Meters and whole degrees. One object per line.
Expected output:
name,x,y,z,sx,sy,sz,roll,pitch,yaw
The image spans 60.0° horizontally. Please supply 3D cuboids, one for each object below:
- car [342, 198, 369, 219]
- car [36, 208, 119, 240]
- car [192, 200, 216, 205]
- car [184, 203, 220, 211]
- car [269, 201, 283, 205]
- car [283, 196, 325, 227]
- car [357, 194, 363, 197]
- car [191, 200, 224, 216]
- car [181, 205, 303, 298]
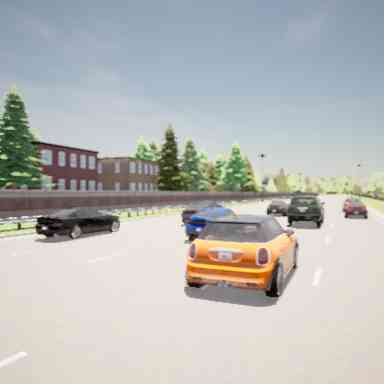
car,14.986,1.602,30.478,1.812,1.442,4.674,0,0,25
car,-5.926,1.571,17.936,1.882,1.535,5.008,0,0,24
car,0.834,1.605,24.481,1.837,1.490,4.892,0,0,24
car,1.335,1.543,17.026,1.882,1.535,5.008,0,0,24
car,8.706,1.635,33.515,1.812,1.442,4.674,0,0,24
car,8.187,1.295,23.780,2.150,2.045,5.566,0,0,24
car,19.100,1.453,39.753,2.097,1.767,4.553,0,0,25
car,1.721,1.642,35.040,1.837,1.490,4.892,0,0,24
car,1.574,1.384,8.985,2.097,1.767,4.553,0,0,24
